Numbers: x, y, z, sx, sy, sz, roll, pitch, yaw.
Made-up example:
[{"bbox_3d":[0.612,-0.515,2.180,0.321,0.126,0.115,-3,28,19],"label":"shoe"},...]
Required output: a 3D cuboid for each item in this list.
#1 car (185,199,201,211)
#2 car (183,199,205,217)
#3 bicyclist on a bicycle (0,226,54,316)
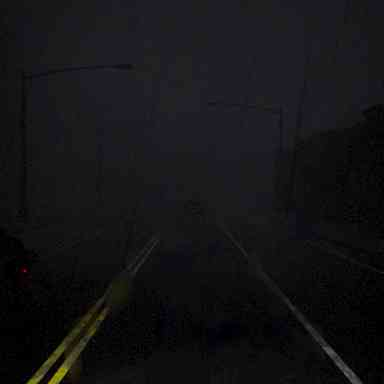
[{"bbox_3d":[0.156,1.564,42.336,1.994,1.385,4.181,0,0,0],"label":"car"},{"bbox_3d":[0.148,1.491,31.712,2.128,1.511,4.902,0,0,0],"label":"car"},{"bbox_3d":[-3.317,1.453,6.028,1.656,1.620,0.582,0,0,0],"label":"bicyclist on a bicycle"}]
